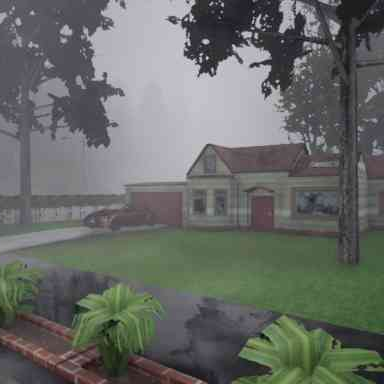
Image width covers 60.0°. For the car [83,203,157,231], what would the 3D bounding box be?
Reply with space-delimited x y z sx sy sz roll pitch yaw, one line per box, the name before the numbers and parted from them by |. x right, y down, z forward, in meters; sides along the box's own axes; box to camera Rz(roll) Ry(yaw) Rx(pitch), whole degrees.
car | -3.849 1.297 18.360 1.994 1.381 4.181 0 0 35
